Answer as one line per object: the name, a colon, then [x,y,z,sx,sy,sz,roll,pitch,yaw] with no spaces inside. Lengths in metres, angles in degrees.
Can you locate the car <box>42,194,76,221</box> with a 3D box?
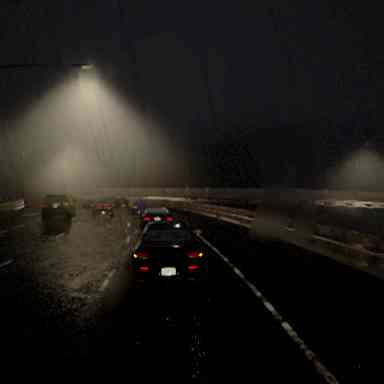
car: [-10.966,1.208,27.556,2.150,2.045,5.566,0,-1,-16]

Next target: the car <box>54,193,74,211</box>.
car: [-16.554,1.212,42.832,2.150,2.045,5.566,0,0,-23]

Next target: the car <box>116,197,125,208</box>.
car: [-9.665,1.485,44.521,1.837,1.490,4.892,0,-1,-24]

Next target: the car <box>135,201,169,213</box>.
car: [-2.343,1.539,20.922,2.033,1.411,5.357,0,0,-10]

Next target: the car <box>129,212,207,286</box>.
car: [-0.678,1.521,9.366,1.812,1.442,4.674,0,0,-4]

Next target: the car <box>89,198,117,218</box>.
car: [-8.259,1.496,30.648,1.837,1.490,4.892,0,0,-17]

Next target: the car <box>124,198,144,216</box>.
car: [-5.193,1.513,32.495,1.812,1.442,4.674,0,0,-17]

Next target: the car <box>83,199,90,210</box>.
car: [-13.289,1.551,44.016,1.994,1.385,4.181,0,0,-23]
